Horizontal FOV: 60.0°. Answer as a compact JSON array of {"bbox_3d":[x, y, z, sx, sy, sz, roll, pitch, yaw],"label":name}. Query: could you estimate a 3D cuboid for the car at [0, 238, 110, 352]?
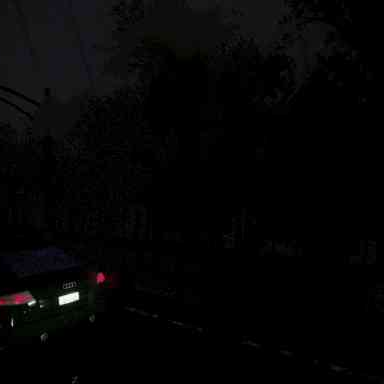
[{"bbox_3d":[-3.479,1.564,6.146,4.181,1.385,1.994,0,0,35],"label":"car"}]
